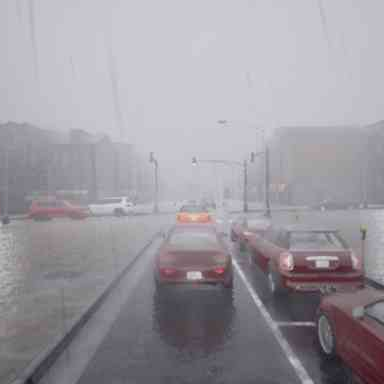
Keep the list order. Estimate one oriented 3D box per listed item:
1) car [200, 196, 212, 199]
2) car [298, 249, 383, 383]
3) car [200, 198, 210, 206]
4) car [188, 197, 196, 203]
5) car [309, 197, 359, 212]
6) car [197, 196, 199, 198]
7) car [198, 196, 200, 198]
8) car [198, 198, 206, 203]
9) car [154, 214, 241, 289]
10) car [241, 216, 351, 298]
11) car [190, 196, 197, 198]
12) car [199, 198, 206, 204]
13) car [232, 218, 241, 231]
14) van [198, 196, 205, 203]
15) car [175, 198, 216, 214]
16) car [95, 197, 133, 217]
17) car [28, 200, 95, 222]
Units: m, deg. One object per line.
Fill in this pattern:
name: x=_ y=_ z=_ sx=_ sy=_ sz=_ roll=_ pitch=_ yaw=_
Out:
car: x=2.642 y=1.795 z=51.463 sx=1.967 sy=1.590 sz=4.097 roll=-1 pitch=-1 yaw=0
car: x=2.634 y=1.598 z=3.187 sx=1.802 sy=1.307 sz=4.206 roll=0 pitch=0 yaw=0
car: x=2.646 y=1.945 z=67.669 sx=1.967 sy=1.590 sz=4.097 roll=-1 pitch=-1 yaw=0
car: x=0.022 y=2.085 z=86.938 sx=1.994 sy=1.385 sz=4.181 roll=0 pitch=-1 yaw=0
car: x=14.742 y=1.261 z=34.630 sx=4.892 sy=1.490 sz=1.837 roll=-2 pitch=0 yaw=0
car: x=2.643 y=1.768 z=62.268 sx=2.192 sy=1.841 sz=5.009 roll=-1 pitch=-1 yaw=0
car: x=2.642 y=1.718 z=56.865 sx=2.192 sy=1.841 sz=5.009 roll=-1 pitch=-1 yaw=0
car: x=2.652 y=2.252 z=89.446 sx=1.752 sy=1.417 sz=4.829 roll=-1 pitch=-1 yaw=0
car: x=0.028 y=1.573 z=9.177 sx=1.812 sy=1.442 sz=4.674 roll=0 pitch=0 yaw=0
car: x=2.635 y=1.484 z=8.654 sx=1.967 sy=1.590 sz=4.097 roll=0 pitch=0 yaw=0
car: x=0.019 y=2.084 z=76.518 sx=1.837 sy=1.490 sz=4.892 roll=0 pitch=-1 yaw=0
car: x=2.650 y=2.195 z=84.044 sx=1.752 sy=1.417 sz=4.829 roll=-1 pitch=-1 yaw=0
car: x=2.636 y=1.657 z=14.120 sx=1.802 sy=1.307 sz=4.206 roll=0 pitch=0 yaw=0
van: x=2.651 y=2.124 z=94.681 sx=1.690 sy=1.788 sz=3.998 roll=-1 pitch=-1 yaw=0
car: x=0.089 y=1.460 z=19.707 sx=2.097 sy=1.767 sz=4.553 roll=0 pitch=0 yaw=0
car: x=-9.115 y=1.641 z=35.151 sx=5.566 sy=2.045 sz=2.150 roll=-2 pitch=-1 yaw=-2
car: x=-12.577 y=1.754 z=31.641 sx=5.566 sy=2.045 sz=2.150 roll=-2 pitch=0 yaw=1
